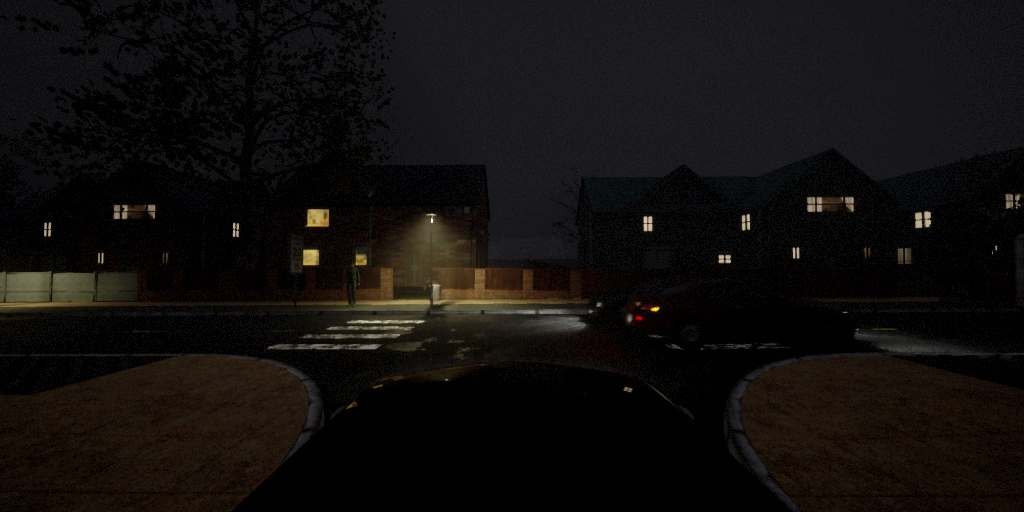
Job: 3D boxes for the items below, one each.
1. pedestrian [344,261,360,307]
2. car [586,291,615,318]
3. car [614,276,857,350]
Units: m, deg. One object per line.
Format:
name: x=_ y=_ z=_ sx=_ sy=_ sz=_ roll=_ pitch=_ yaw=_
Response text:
pedestrian: x=-6.467 y=1.113 z=14.482 sx=0.375 sy=1.860 sz=0.375 roll=0 pitch=-1 yaw=2
car: x=5.123 y=1.336 z=11.213 sx=5.357 sy=1.411 sz=2.033 roll=-1 pitch=-1 yaw=2
car: x=5.024 y=1.242 z=8.260 sx=4.674 sy=1.442 sz=1.812 roll=-1 pitch=-1 yaw=2
